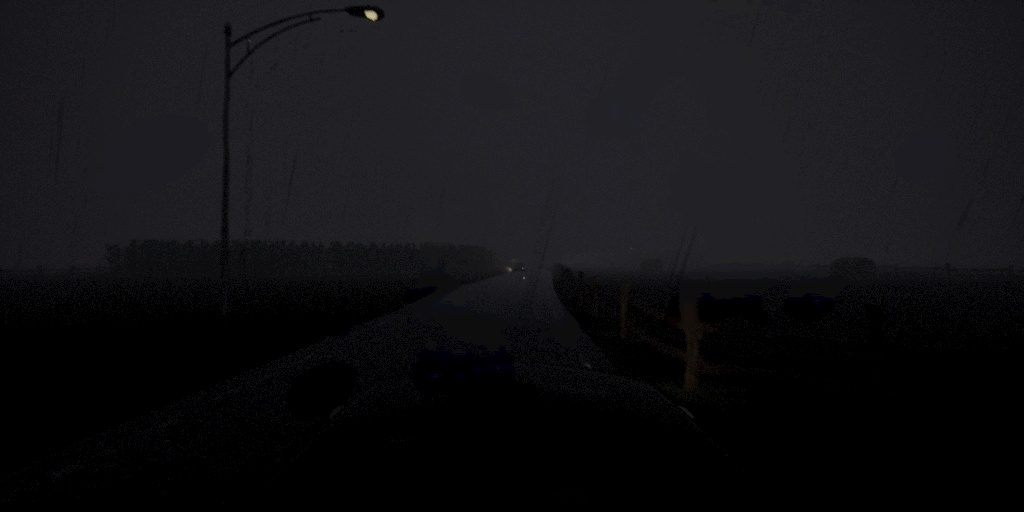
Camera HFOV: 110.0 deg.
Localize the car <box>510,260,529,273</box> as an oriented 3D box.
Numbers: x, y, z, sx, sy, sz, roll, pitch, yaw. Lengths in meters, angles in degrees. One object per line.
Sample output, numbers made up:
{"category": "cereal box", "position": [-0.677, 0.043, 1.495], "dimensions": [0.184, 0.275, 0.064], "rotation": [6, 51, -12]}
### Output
{"category": "car", "position": [1.188, 1.721, 54.214], "dimensions": [1.837, 1.490, 4.892], "rotation": [0, 0, 5]}
